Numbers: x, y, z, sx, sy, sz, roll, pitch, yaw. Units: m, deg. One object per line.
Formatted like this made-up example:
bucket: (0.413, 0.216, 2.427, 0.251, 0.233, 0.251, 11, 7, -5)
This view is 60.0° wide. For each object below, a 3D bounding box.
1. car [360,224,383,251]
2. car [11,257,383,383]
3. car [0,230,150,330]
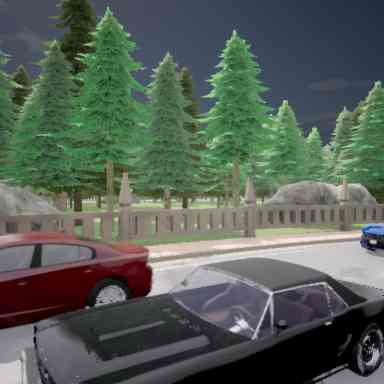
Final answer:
car: (8.664, 1.478, 12.481, 5.008, 1.535, 1.882, 0, 0, -21)
car: (0.562, 1.601, 4.080, 4.718, 1.301, 1.895, 0, 0, -33)
car: (-3.122, 1.478, 5.797, 5.008, 1.535, 1.882, 0, 0, -33)
